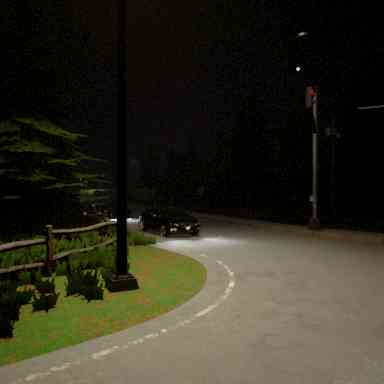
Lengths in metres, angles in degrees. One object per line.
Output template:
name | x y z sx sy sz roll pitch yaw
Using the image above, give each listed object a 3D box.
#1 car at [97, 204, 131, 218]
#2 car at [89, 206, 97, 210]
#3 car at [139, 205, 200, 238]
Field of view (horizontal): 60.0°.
car | -6.639 1.538 28.878 1.994 1.385 4.181 0 0 -24
car | -11.113 1.499 38.897 1.812 1.442 4.674 0 0 -24
car | -1.346 1.480 17.882 1.837 1.490 4.892 0 0 -29
